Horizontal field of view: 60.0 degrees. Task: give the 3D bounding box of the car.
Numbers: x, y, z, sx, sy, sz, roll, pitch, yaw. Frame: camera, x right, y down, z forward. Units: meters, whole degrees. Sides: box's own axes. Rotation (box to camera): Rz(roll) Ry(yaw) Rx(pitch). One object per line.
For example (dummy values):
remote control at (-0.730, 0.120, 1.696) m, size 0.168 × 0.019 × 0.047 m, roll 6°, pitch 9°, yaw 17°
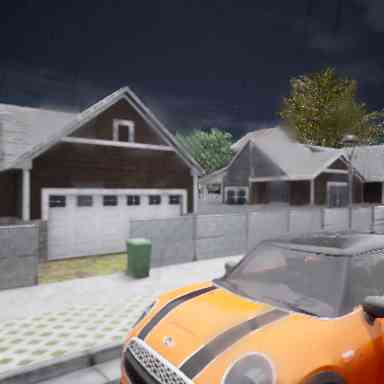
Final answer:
car at (1.470, 1.351, 4.080) m, size 4.553 × 1.767 × 2.097 m, roll 0°, pitch 0°, yaw -35°
